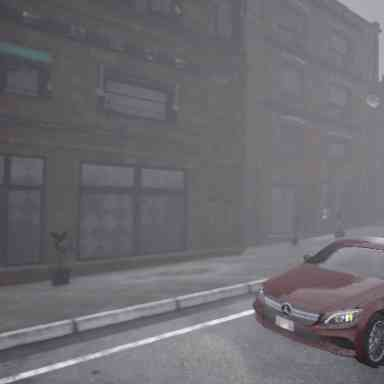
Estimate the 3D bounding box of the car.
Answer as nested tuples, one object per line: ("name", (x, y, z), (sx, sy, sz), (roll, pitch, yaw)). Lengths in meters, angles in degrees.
("car", (3.187, 1.590, 5.980), (4.674, 1.442, 1.812), (1, 0, -35))
